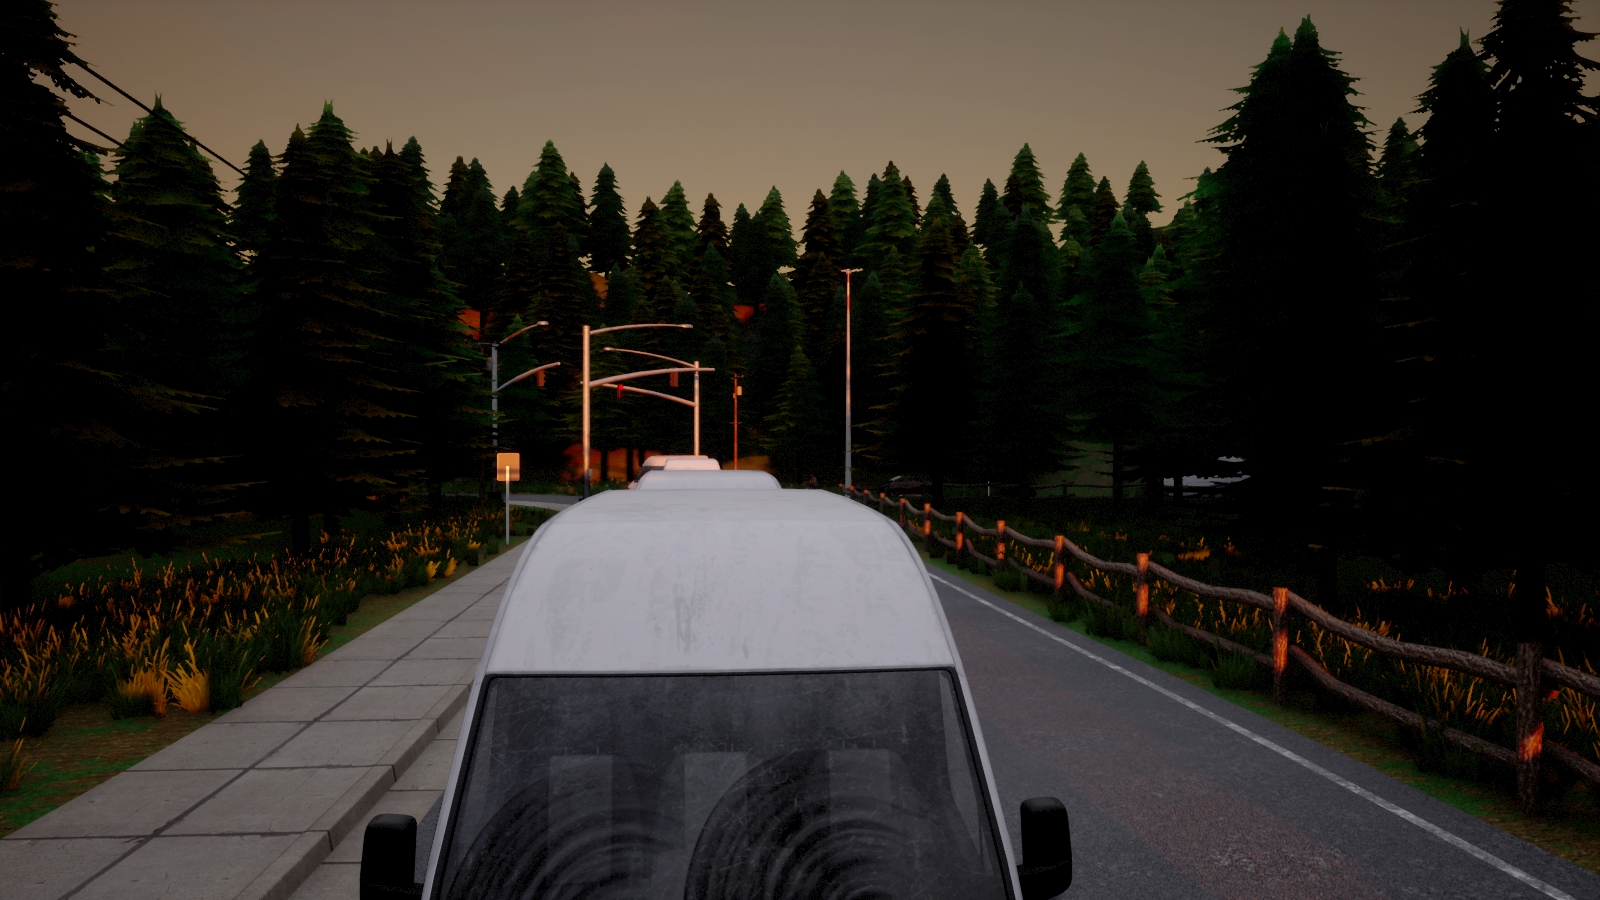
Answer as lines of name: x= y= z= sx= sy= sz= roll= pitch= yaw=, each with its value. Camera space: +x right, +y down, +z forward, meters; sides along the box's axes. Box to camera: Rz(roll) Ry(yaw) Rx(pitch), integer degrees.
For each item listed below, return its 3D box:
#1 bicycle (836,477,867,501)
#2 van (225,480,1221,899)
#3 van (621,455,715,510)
bicycle: x=2.851 y=2.158 z=63.312 sx=1.487 sy=1.276 sz=0.859 roll=0 pitch=0 yaw=-21
van: x=-0.361 y=1.499 z=5.231 sx=1.988 sy=2.561 sz=5.915 roll=0 pitch=0 yaw=-5
van: x=-6.385 y=1.515 z=56.029 sx=1.988 sy=2.561 sz=5.915 roll=0 pitch=0 yaw=22
